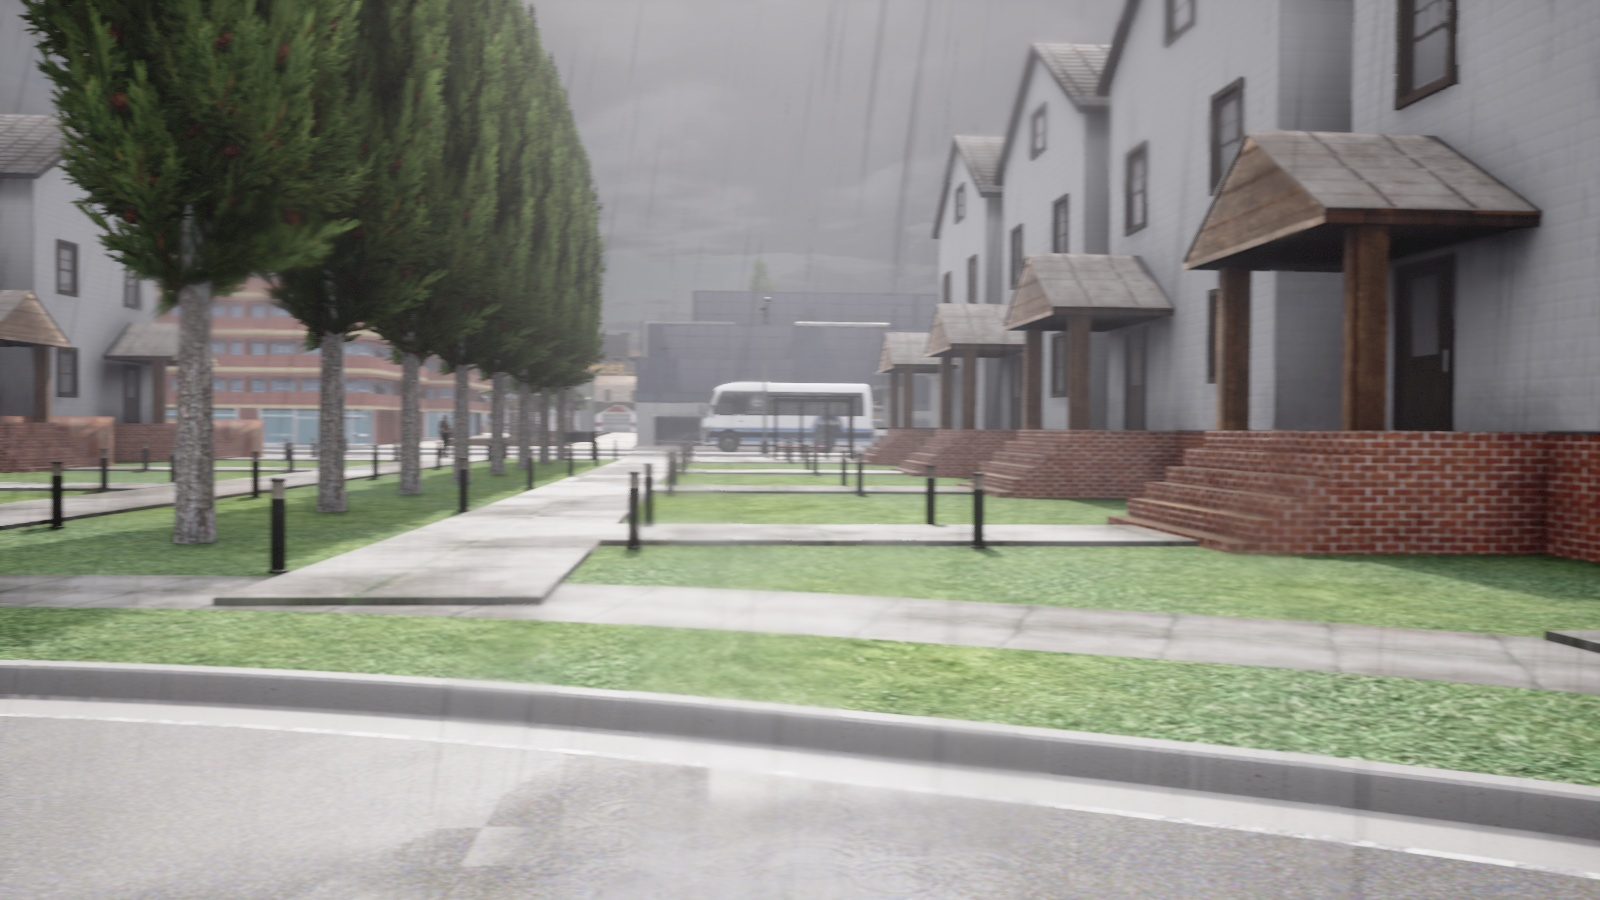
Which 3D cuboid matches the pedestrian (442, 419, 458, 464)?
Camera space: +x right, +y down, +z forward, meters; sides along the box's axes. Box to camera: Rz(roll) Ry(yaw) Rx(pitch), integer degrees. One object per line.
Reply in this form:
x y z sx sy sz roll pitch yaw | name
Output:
-14.670 -0.352 52.614 0.634 1.846 0.331 0 1 44 | pedestrian

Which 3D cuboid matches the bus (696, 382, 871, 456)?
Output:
-1.079 -1.869 75.579 10.273 4.253 3.944 -1 1 -4 | bus
